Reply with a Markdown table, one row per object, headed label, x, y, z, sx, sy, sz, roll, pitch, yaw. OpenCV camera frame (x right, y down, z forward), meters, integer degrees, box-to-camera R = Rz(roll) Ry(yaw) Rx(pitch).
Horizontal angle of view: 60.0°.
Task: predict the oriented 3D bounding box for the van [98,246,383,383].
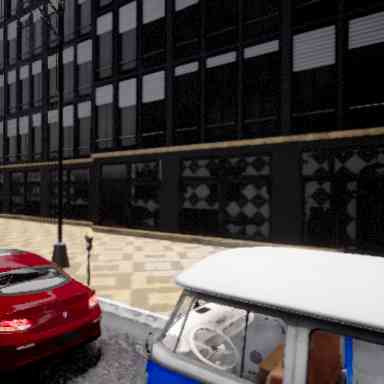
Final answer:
| label | x | y | z | sx | sy | sz | roll | pitch | yaw |
| --- | --- | --- | --- | --- | --- | --- | --- | --- | --- |
| van | 1.488 | 1.343 | 1.812 | 3.998 | 1.788 | 1.690 | 0 | 0 | 35 |

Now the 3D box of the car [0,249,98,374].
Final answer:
| label | x | y | z | sx | sy | sz | roll | pitch | yaw |
| --- | --- | --- | --- | --- | --- | --- | --- | --- | --- |
| car | -3.152 | 1.552 | 5.121 | 4.206 | 1.307 | 1.802 | 0 | 0 | 35 |
